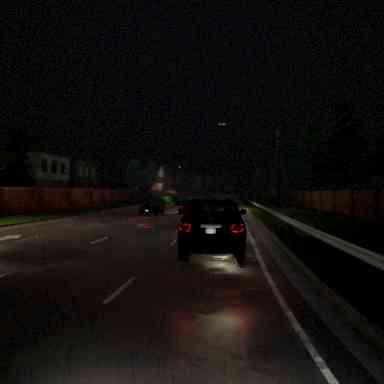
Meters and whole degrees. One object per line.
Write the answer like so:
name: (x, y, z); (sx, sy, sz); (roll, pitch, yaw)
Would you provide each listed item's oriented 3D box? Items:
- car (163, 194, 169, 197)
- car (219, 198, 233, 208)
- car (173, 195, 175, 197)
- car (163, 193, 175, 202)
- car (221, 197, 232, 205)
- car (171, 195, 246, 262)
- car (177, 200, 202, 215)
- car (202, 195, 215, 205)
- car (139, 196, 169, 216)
car: (-5.361, 1.465, 51.083); (2.128, 1.511, 4.902); (0, 0, 7)
car: (5.095, 1.599, 49.232); (1.994, 1.385, 4.181); (0, 0, 7)
car: (-1.481, 1.523, 53.947); (1.812, 1.442, 4.674); (0, 0, 7)
car: (-4.143, 1.210, 61.462); (2.150, 2.045, 5.566); (0, 0, 7)
car: (6.479, 1.611, 61.908); (1.994, 1.385, 4.181); (0, 0, 7)
car: (0.819, 1.228, 12.352); (2.150, 2.045, 5.566); (0, 0, 6)
car: (-0.179, 1.566, 34.300); (1.994, 1.385, 4.181); (0, 0, 7)
car: (3.013, 1.377, 61.535); (2.097, 1.767, 4.553); (0, 0, 7)
car: (-3.857, 1.484, 32.989); (1.837, 1.490, 4.892); (0, 0, 7)
